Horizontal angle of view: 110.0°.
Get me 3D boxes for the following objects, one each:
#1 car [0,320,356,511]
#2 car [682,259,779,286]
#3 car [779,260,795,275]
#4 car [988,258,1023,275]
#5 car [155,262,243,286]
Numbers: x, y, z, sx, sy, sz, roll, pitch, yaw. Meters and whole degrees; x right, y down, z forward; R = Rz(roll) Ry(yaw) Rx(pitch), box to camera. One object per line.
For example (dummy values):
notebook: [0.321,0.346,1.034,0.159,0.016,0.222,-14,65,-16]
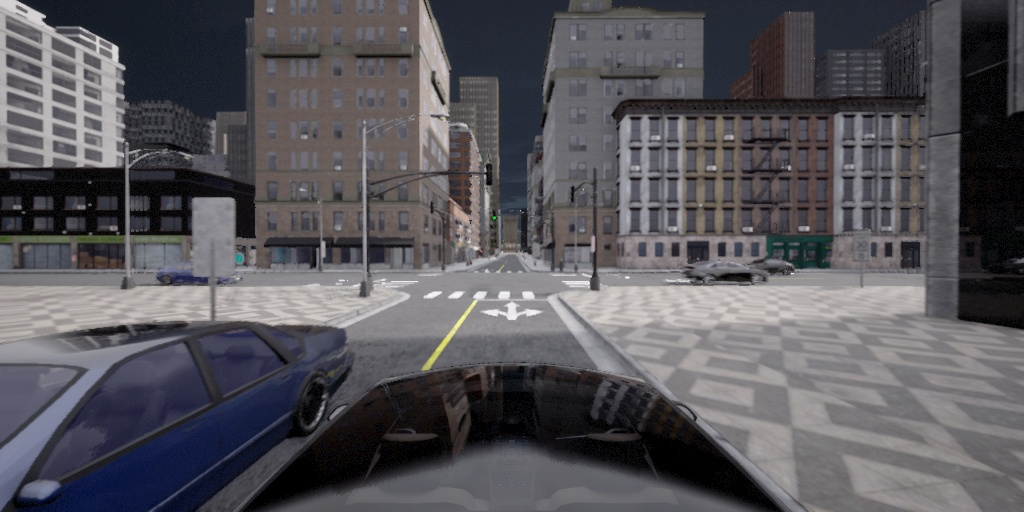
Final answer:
car: [-3.082,1.289,2.646,2.033,1.411,5.357,0,1,0]
car: [13.198,1.029,22.312,4.902,1.511,2.128,0,1,0]
car: [22.665,0.948,32.127,4.674,1.442,1.812,0,1,0]
car: [45.726,0.904,31.967,4.892,1.490,1.837,0,1,0]
car: [-19.500,1.118,22.421,4.674,1.442,1.812,1,1,0]
